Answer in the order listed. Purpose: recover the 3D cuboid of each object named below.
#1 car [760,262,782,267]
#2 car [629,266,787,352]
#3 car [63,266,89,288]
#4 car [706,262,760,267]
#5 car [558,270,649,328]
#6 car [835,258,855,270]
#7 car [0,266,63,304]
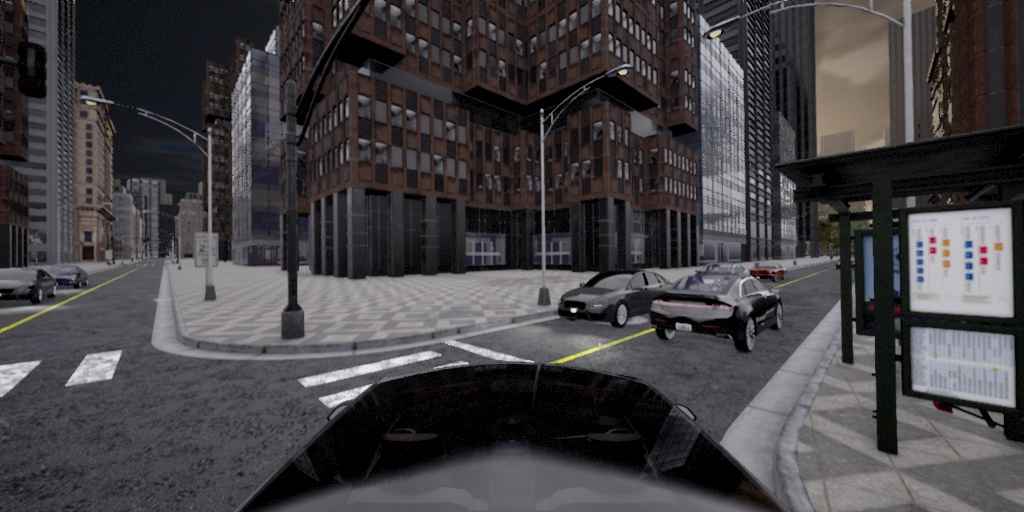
[{"bbox_3d":[18.011,1.117,25.540,4.718,1.301,1.895,-1,0,-44],"label":"car"},{"bbox_3d":[5.119,1.164,8.750,4.902,1.511,2.128,-1,0,-44],"label":"car"},{"bbox_3d":[-29.626,1.370,23.686,2.033,1.411,5.357,0,0,-44],"label":"car"},{"bbox_3d":[10.881,1.101,18.646,4.902,1.511,2.128,-1,0,-44],"label":"car"},{"bbox_3d":[3.475,1.212,11.434,4.892,1.490,1.837,-1,0,-42],"label":"car"},{"bbox_3d":[37.454,0.849,39.943,4.718,1.301,1.895,-1,0,-44],"label":"car"},{"bbox_3d":[-22.365,1.326,16.167,1.837,1.490,4.892,0,0,-44],"label":"car"}]
